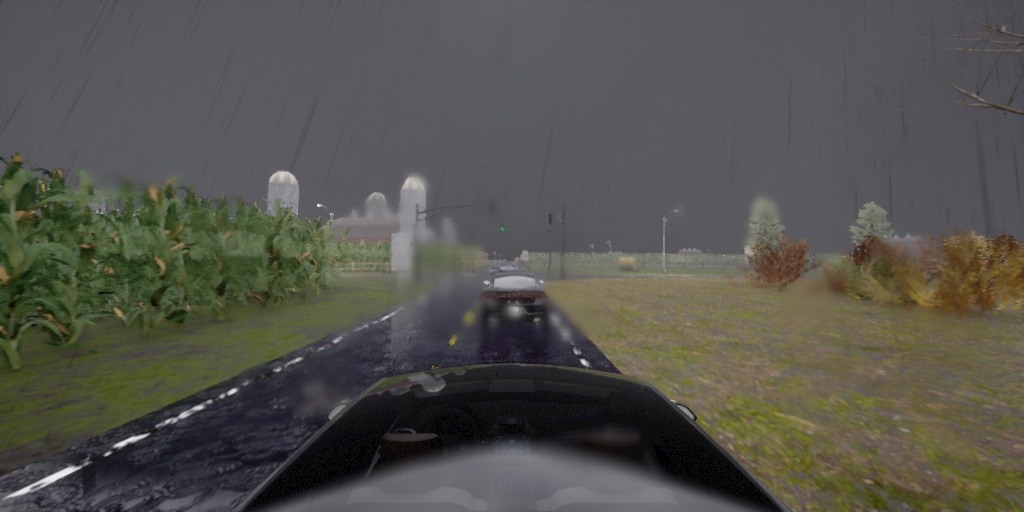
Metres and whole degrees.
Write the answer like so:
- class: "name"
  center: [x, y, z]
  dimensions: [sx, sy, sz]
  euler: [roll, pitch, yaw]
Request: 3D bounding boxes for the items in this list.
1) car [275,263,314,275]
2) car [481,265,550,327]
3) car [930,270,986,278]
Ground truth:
- class: "car"
  center: [-21.300, 1.072, 34.197]
  dimensions: [5.008, 1.535, 1.882]
  euler: [0, -1, -3]
- class: "car"
  center: [0.099, 1.242, 11.685]
  dimensions: [1.882, 1.535, 5.008]
  euler: [0, 0, 0]
- class: "car"
  center: [48.683, 1.835, 39.006]
  dimensions: [4.718, 1.301, 1.895]
  euler: [1, -1, -5]
